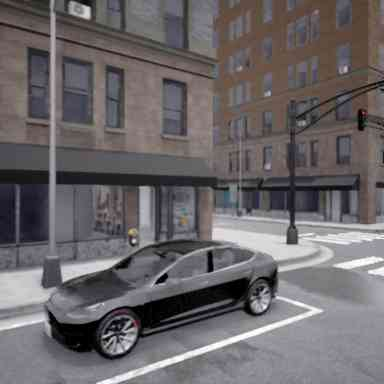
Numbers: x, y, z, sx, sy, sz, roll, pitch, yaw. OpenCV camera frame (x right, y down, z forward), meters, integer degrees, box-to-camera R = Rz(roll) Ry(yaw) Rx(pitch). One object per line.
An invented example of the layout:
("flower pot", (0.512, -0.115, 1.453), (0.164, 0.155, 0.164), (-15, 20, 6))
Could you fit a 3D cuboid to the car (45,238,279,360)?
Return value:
("car", (-0.271, 1.580, 5.991), (4.313, 1.339, 1.947), (0, 0, -35))
